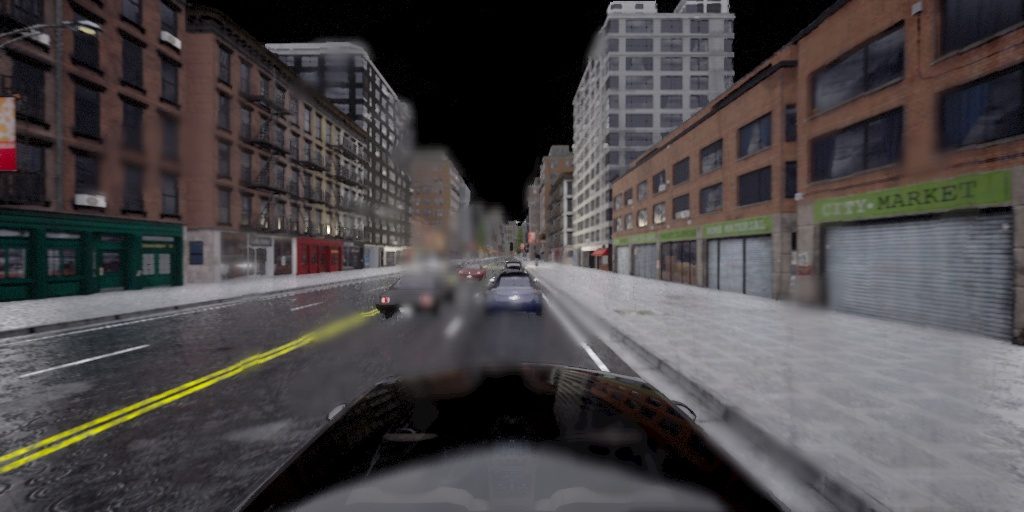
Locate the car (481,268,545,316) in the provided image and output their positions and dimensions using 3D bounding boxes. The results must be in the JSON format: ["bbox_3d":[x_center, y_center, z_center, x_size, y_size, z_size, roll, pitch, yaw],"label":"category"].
[{"bbox_3d":[0.099,1.306,13.303,1.994,1.385,4.181,0,0,0],"label":"car"}]

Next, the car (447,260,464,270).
[{"bbox_3d":[-6.572,1.214,43.413,1.837,1.490,4.892,0,0,0],"label":"car"}]

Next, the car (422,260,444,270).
[{"bbox_3d":[-9.823,1.232,44.769,1.812,1.442,4.674,0,0,0],"label":"car"}]

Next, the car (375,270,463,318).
[{"bbox_3d":[-3.147,1.344,12.920,1.895,1.301,4.718,0,0,0],"label":"car"}]

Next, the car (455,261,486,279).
[{"bbox_3d":[-3.139,1.329,29.456,1.895,1.301,4.718,0,0,0],"label":"car"}]

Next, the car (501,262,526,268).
[{"bbox_3d":[0.105,1.231,30.947,1.837,1.490,4.892,0,0,0],"label":"car"}]
